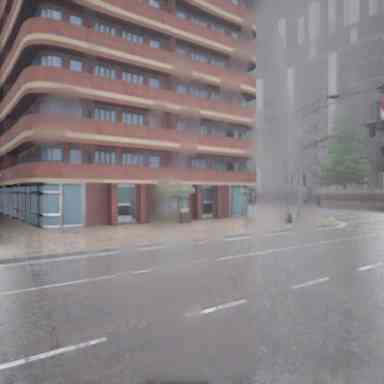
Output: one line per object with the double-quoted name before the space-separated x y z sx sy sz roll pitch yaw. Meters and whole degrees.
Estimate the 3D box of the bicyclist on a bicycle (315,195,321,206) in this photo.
"bicyclist on a bicycle" 17.809 1.213 46.967 1.656 1.620 0.582 -1 0 -36
